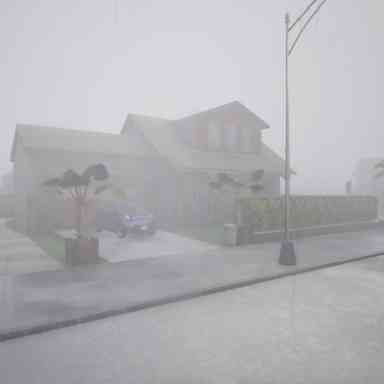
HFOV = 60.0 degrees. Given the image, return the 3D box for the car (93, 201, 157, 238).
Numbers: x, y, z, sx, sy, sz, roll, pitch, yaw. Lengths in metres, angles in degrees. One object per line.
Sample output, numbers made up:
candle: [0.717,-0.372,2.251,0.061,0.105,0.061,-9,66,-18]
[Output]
car: [-3.094,1.174,15.242,1.845,1.501,3.633,0,0,-38]
